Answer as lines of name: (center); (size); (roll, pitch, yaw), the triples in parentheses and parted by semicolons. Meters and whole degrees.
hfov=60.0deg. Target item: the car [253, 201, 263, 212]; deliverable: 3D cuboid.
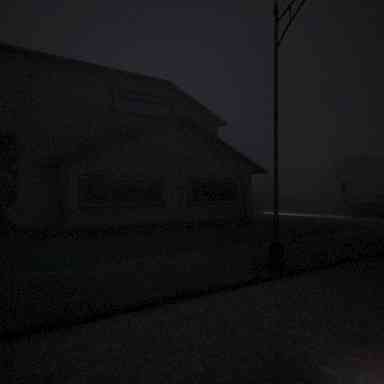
car: (6.020, 1.492, 38.618); (2.128, 1.511, 4.902); (0, 0, -35)

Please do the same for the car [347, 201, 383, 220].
car: (14.832, 1.505, 26.210); (1.837, 1.490, 4.892); (0, 0, -35)
